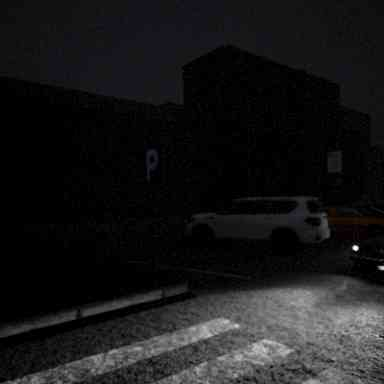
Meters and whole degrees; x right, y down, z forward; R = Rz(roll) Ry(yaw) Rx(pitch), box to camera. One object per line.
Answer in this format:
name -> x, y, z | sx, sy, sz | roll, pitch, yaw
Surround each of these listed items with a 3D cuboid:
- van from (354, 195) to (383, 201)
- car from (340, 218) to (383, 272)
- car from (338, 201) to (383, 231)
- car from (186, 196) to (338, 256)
van -> 11.939, 1.140, 20.400 | 4.442, 1.987, 1.878 | -1, 0, 33
car -> 6.438, 1.541, 9.463 | 4.718, 1.301, 1.895 | 0, 0, -37
car -> 7.412, 1.394, 16.611 | 5.366, 1.575, 1.946 | -1, -1, 33
car -> 2.438, 1.185, 13.083 | 5.566, 2.045, 2.435 | -1, 0, 33
